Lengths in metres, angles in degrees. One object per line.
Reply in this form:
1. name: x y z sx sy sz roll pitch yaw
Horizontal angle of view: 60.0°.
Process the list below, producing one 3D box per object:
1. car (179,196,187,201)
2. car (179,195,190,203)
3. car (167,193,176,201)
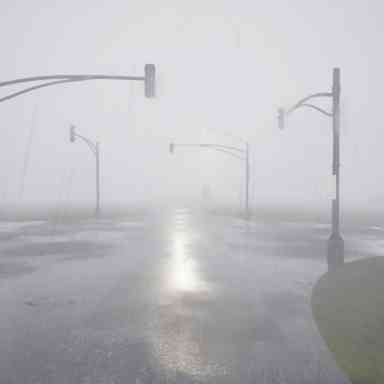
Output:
1. car: -2.183 1.558 79.898 1.895 1.301 4.718 0 0 -4
2. car: -1.586 1.383 69.824 2.097 1.767 4.553 0 0 -3
3. car: -4.570 1.013 73.918 2.097 1.767 4.553 0 0 -3
